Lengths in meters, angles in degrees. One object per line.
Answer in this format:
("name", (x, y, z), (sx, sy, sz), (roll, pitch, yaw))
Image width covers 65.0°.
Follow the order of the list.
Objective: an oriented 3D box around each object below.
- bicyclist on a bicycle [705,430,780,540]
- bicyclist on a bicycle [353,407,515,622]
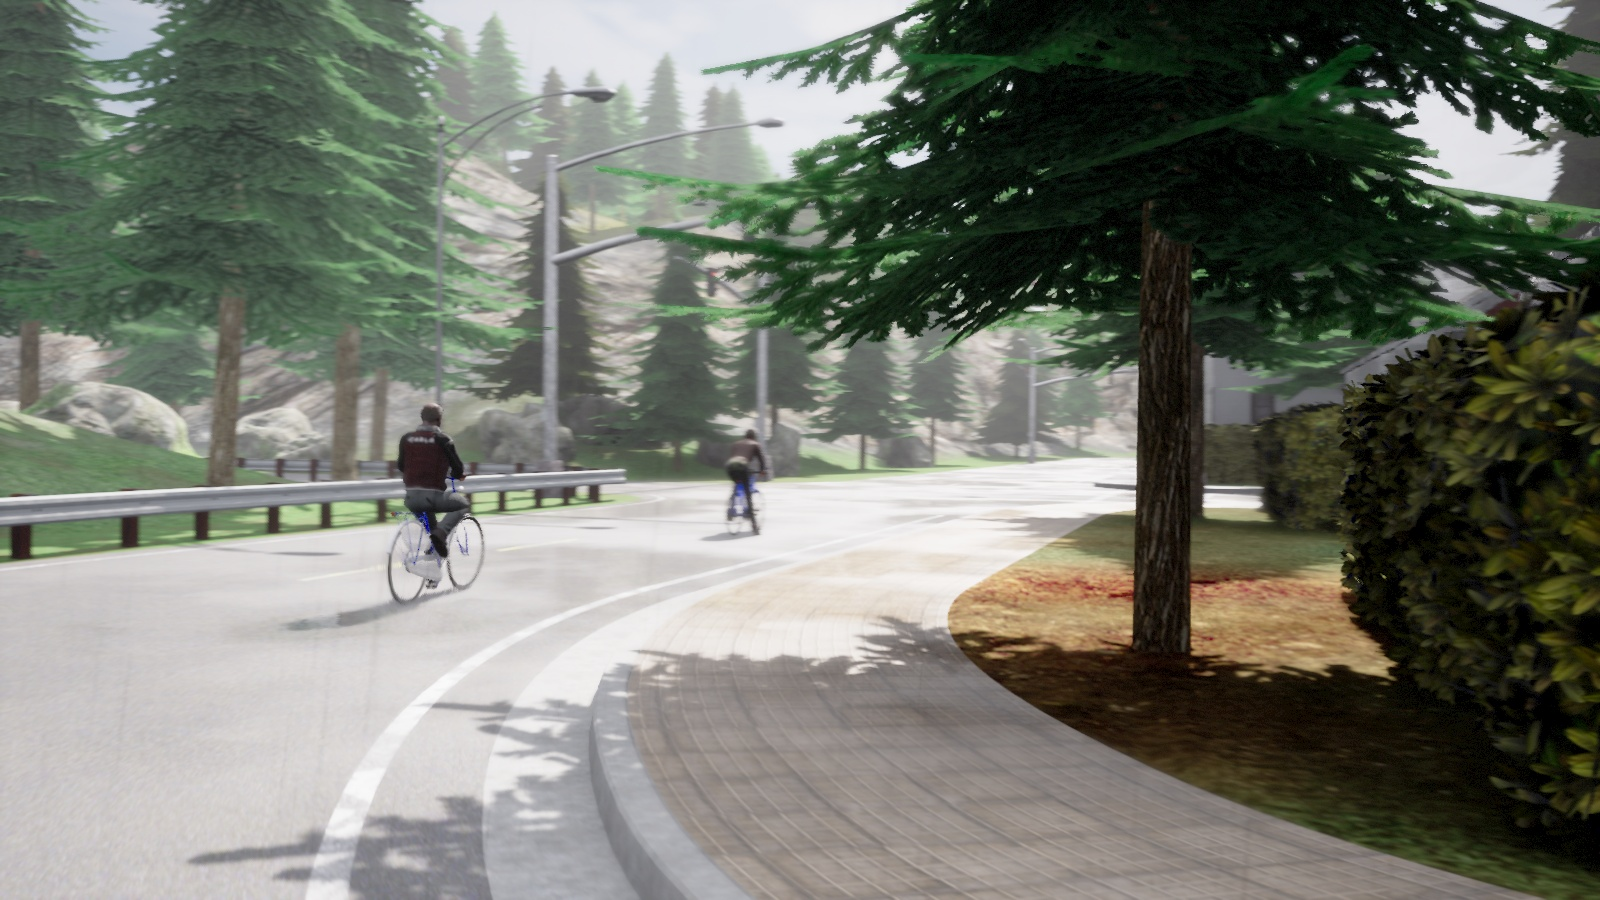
("bicyclist on a bicycle", (-0.861, 0.514, 19.356), (0.582, 1.620, 1.656), (0, 0, 18))
("bicyclist on a bicycle", (-3.253, 0.523, 11.340), (0.659, 1.776, 1.843), (0, 1, 10))
